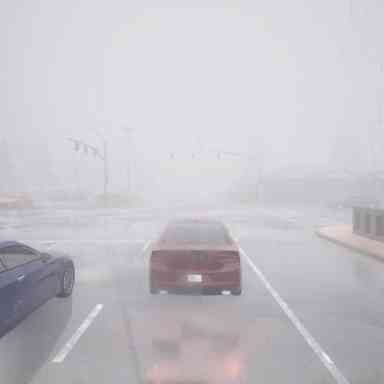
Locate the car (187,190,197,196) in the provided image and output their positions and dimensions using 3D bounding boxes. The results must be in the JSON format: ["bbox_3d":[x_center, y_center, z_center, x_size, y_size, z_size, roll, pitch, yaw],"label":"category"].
[{"bbox_3d":[0.019,0.190,77.612,1.837,1.490,4.892,0,1,0],"label":"car"}]

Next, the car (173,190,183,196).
[{"bbox_3d":[-3.483,0.238,77.828,1.994,1.385,4.181,0,1,0],"label":"car"}]

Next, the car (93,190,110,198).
[{"bbox_3d":[-17.488,0.415,66.076,1.812,1.442,4.674,0,2,0],"label":"car"}]

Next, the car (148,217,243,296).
[{"bbox_3d":[0.114,1.361,8.460,1.882,1.535,5.008,0,1,1],"label":"car"}]

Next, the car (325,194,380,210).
[{"bbox_3d":[15.514,0.979,32.251,4.892,1.490,1.837,0,1,2],"label":"car"}]

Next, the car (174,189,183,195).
[{"bbox_3d":[-3.482,0.056,87.615,2.033,1.411,5.357,0,1,0],"label":"car"}]

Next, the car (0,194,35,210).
[{"bbox_3d":[-17.594,0.935,33.201,1.882,1.535,5.008,0,1,0],"label":"car"}]

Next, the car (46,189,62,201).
[{"bbox_3d":[-21.077,0.479,52.302,2.097,1.767,4.553,0,1,0],"label":"car"}]

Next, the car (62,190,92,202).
[{"bbox_3d":[-17.582,0.641,50.987,2.128,1.511,4.902,0,1,0],"label":"car"}]

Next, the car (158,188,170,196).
[{"bbox_3d":[-6.983,0.225,77.856,2.033,1.411,5.357,0,1,0],"label":"car"}]

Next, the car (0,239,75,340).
[{"bbox_3d":[-3.434,1.458,5.276,1.812,1.442,4.674,0,1,0],"label":"car"}]

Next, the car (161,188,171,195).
[{"bbox_3d":[-6.982,-0.156,89.200,2.097,1.767,4.553,0,1,1],"label":"car"}]
